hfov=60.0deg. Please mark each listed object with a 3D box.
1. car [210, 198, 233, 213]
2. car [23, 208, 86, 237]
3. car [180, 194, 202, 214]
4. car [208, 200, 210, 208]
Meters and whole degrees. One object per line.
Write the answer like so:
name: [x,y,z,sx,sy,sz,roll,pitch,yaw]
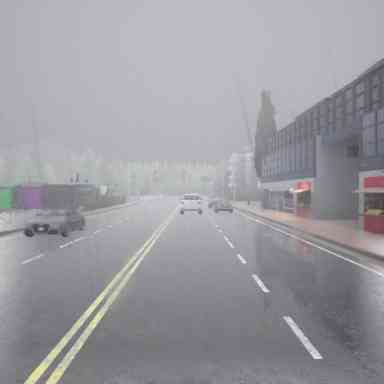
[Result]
car: [3.380,1.547,36.629,2.033,1.411,5.357,0,0,0]
car: [-7.181,1.562,17.797,1.994,1.385,4.181,0,0,0]
car: [-0.086,1.221,34.877,2.150,2.045,5.566,0,0,0]
car: [3.299,1.526,46.806,1.812,1.442,4.674,0,0,0]
